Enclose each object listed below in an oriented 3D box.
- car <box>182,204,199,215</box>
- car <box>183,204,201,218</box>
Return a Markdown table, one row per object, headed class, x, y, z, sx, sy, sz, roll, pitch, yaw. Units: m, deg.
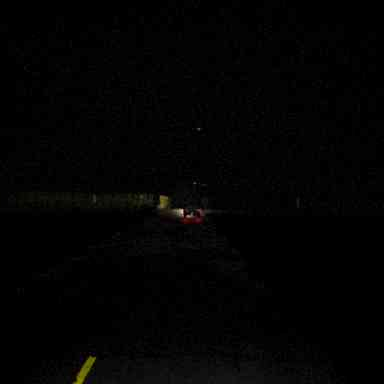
| class | x | y | z | sx | sy | sz | roll | pitch | yaw |
| --- | --- | --- | --- | --- | --- | --- | --- | --- | --- |
| car | -0.107 | 2.571 | 49.755 | 1.837 | 1.490 | 4.892 | 0 | -2 | 9 |
| car | 0.006 | 2.276 | 39.584 | 1.812 | 1.442 | 4.674 | 0 | -2 | 0 |
